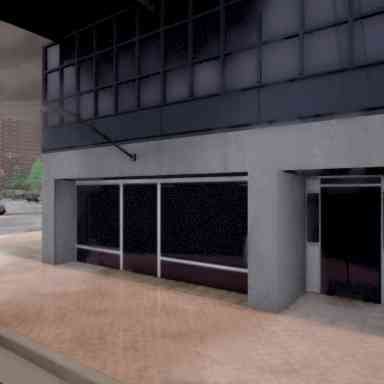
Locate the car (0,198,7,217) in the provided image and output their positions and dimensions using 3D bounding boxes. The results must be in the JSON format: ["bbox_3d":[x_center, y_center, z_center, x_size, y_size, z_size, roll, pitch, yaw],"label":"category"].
[{"bbox_3d":[-17.822,1.491,27.153,2.128,1.511,4.902,0,0,36],"label":"car"}]

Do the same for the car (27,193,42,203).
[{"bbox_3d":[-30.160,1.153,64.684,4.605,1.855,1.932,0,0,35],"label":"car"}]
